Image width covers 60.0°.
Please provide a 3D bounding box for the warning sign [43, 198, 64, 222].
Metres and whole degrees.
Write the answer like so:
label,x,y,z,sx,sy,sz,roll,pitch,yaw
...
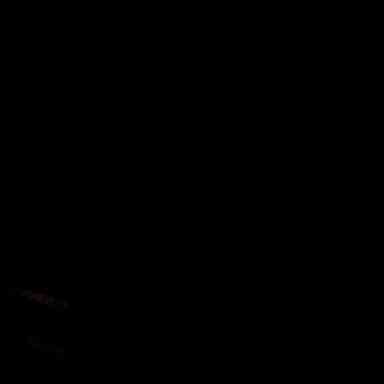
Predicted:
label,x,y,z,sx,sy,sz,roll,pitch,yaw
warning sign,-11.297,1.465,27.080,1.300,1.860,1.060,0,0,35
